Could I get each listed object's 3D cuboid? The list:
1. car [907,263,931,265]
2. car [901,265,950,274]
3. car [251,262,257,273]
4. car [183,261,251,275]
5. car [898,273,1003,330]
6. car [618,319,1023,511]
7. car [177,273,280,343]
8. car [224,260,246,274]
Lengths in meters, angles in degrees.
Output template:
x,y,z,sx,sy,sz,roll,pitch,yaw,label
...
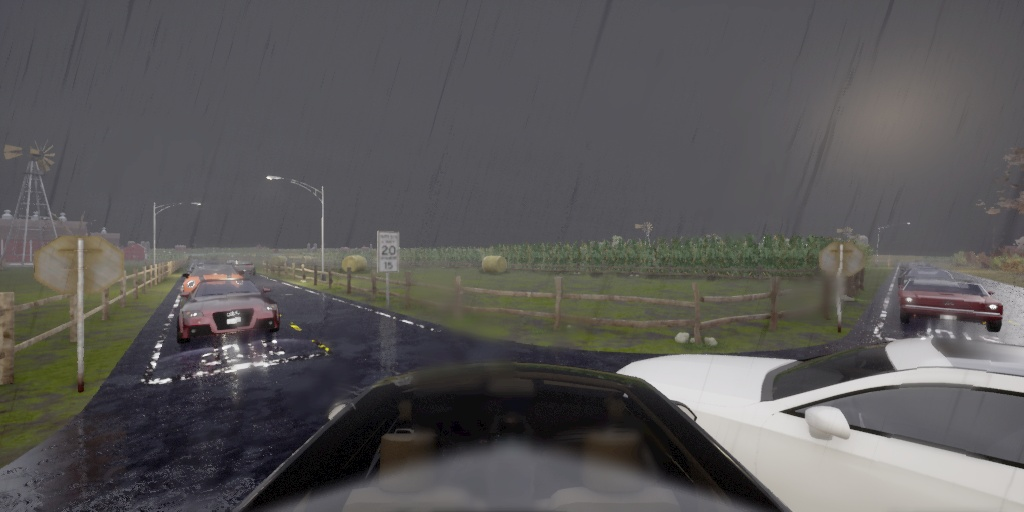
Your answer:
x,y,z,sx,sy,sz,roll,pitch,yaw,label
27.480,1.384,24.040,4.181,1.385,1.994,0,1,-43,car
20.691,1.351,17.822,5.357,1.411,2.033,0,1,-42,car
-26.789,1.268,35.755,2.128,1.511,4.902,0,0,-41,car
-13.629,1.134,16.453,2.097,1.767,4.553,0,0,-41,car
13.578,1.391,11.297,4.718,1.301,1.895,0,1,-43,car
2.850,1.293,2.293,1.812,1.442,4.674,0,1,-44,car
-7.888,1.352,9.939,1.994,1.385,4.181,0,0,-42,car
-33.469,1.286,43.249,1.837,1.490,4.892,0,0,-41,car
